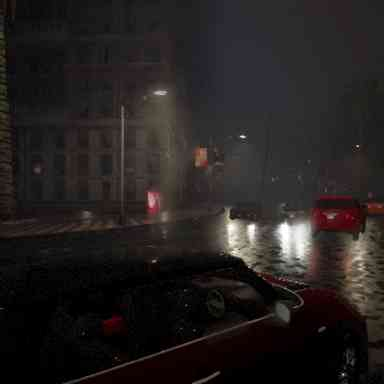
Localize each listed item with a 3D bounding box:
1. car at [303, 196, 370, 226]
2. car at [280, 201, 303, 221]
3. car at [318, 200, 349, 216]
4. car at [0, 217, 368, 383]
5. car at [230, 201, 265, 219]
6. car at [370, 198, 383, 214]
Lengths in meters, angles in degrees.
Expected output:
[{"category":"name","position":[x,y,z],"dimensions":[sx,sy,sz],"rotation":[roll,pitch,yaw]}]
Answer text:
[{"category":"car","position":[7.726,1.215,17.407],"dimensions":[2.150,2.045,5.566],"rotation":[0,0,32]},{"category":"car","position":[8.105,1.475,26.099],"dimensions":[2.128,1.511,4.902],"rotation":[0,0,23]},{"category":"car","position":[13.799,1.544,32.741],"dimensions":[1.994,1.385,4.181],"rotation":[0,0,11]},{"category":"car","position":[-0.113,1.349,3.389],"dimensions":[4.553,1.767,2.097],"rotation":[0,0,-39]},{"category":"car","position":[4.487,1.457,26.570],"dimensions":[1.882,1.535,5.008],"rotation":[0,0,24]},{"category":"car","position":[17.155,1.334,31.720],"dimensions":[2.097,1.767,4.553],"rotation":[0,0,12]}]
